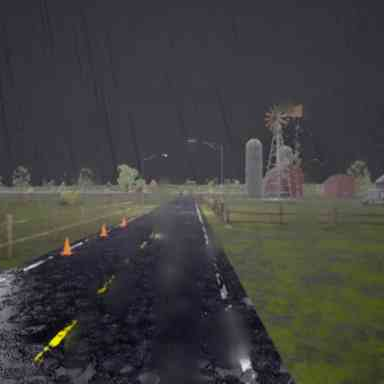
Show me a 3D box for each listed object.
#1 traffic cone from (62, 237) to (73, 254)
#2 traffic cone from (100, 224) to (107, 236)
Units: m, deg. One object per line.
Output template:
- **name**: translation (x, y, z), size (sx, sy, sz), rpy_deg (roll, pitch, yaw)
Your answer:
- **traffic cone**: translation (-4.516, 1.934, 12.027), size (0.340, 0.580, 0.340), rpy_deg (0, 0, 0)
- **traffic cone**: translation (-4.513, 1.924, 17.028), size (0.340, 0.580, 0.340), rpy_deg (0, 0, 0)
